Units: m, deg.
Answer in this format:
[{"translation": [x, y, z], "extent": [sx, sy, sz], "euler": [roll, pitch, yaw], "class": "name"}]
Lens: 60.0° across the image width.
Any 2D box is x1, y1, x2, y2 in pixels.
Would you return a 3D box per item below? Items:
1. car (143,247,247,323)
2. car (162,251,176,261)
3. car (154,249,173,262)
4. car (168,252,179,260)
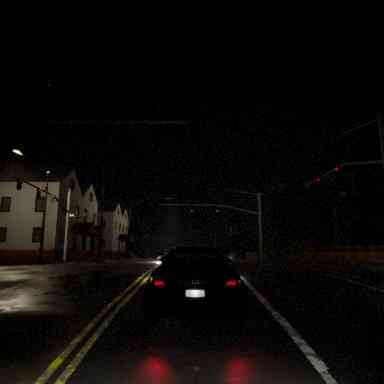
[{"translation": [0.066, 1.982, 7.855], "extent": [1.994, 1.385, 4.181], "euler": [0, -7, 0], "class": "car"}, {"translation": [-3.631, 10.082, 52.773], "extent": [1.837, 1.490, 4.892], "euler": [0, -11, 0], "class": "car"}, {"translation": [-3.630, 8.293, 43.564], "extent": [2.128, 1.511, 4.902], "euler": [0, -11, 0], "class": "car"}, {"translation": [-3.588, 12.488, 64.940], "extent": [1.994, 1.385, 4.181], "euler": [0, -11, 0], "class": "car"}]
